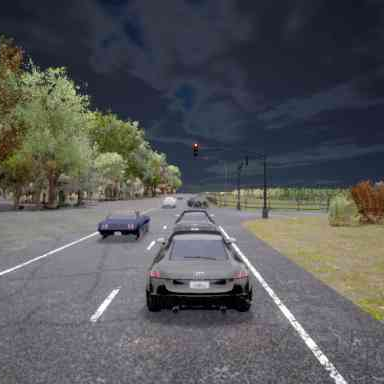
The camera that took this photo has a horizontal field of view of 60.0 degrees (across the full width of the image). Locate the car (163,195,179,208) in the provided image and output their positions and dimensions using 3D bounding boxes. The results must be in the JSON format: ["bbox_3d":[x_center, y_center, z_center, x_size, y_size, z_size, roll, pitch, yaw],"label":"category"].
[{"bbox_3d":[-3.298,1.531,49.588,1.812,1.442,4.674,0,0,0],"label":"car"}]

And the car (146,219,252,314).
[{"bbox_3d":[0.118,1.566,7.719,1.994,1.385,4.181,0,0,0],"label":"car"}]

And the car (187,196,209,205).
[{"bbox_3d":[0.787,1.357,48.197,2.097,1.767,4.553,0,0,-17],"label":"car"}]

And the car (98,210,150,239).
[{"bbox_3d":[-3.365,1.605,17.406,1.895,1.301,4.718,0,0,0],"label":"car"}]

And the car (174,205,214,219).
[{"bbox_3d":[0.132,1.568,16.119,1.994,1.385,4.181,0,0,0],"label":"car"}]
